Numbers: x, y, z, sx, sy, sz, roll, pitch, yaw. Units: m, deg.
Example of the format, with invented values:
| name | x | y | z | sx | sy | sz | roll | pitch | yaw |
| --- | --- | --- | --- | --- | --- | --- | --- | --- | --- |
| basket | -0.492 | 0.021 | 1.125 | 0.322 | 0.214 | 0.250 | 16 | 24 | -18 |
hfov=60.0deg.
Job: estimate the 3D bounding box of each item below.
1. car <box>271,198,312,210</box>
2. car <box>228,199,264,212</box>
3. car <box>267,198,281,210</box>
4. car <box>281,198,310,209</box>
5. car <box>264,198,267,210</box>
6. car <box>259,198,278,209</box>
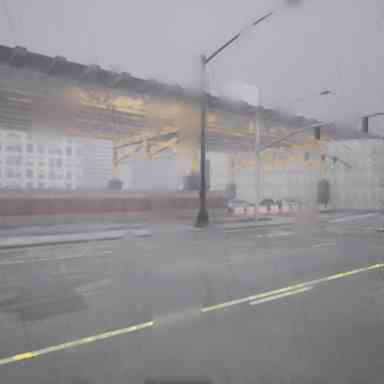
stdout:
| name | x | y | z | sx | sy | sz | roll | pitch | yaw |
| --- | --- | --- | --- | --- | --- | --- | --- | --- | --- |
| car | 13.321 | 1.586 | 44.657 | 4.974 | 1.542 | 2.038 | 0 | 0 | -7 |
| car | 5.614 | 1.392 | 38.220 | 4.536 | 1.218 | 1.853 | 0 | 0 | 8 |
| car | 9.410 | 1.566 | 40.897 | 2.038 | 1.542 | 4.974 | 0 | 0 | 18 |
| car | 13.270 | 1.428 | 44.650 | 4.536 | 1.218 | 1.853 | 0 | 0 | -7 |
| car | 5.665 | 1.550 | 38.212 | 4.974 | 1.542 | 2.038 | 0 | 0 | 8 |
| car | 9.427 | 1.409 | 40.947 | 1.853 | 1.218 | 4.536 | 0 | 0 | 18 |
